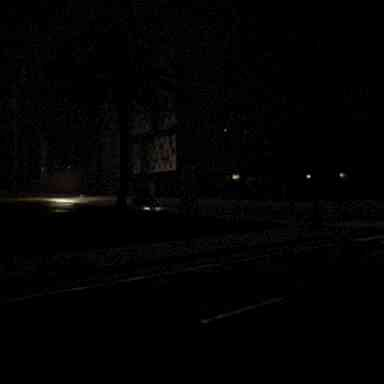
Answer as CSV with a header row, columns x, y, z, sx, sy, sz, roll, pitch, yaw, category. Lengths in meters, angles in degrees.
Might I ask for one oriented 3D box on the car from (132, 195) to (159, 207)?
x,y,z,sx,sy,sz,roll,pitch,yaw,category
-6.030,1.173,42.756,1.837,1.490,4.892,-1,1,-36,car
